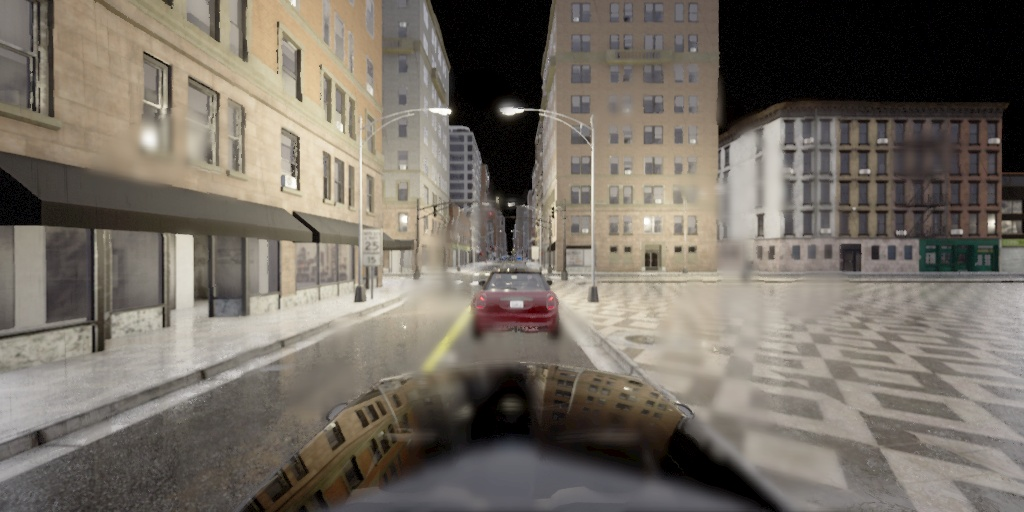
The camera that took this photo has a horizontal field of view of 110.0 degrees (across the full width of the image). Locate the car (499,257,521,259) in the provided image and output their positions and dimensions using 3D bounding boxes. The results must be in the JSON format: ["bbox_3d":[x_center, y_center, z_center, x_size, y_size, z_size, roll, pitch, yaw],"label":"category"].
[{"bbox_3d":[0.057,1.075,19.895,2.097,1.767,4.553,0,0,-1],"label":"car"}]

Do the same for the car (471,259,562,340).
[{"bbox_3d":[0.105,1.090,10.079,2.097,1.767,4.553,0,0,0],"label":"car"}]
